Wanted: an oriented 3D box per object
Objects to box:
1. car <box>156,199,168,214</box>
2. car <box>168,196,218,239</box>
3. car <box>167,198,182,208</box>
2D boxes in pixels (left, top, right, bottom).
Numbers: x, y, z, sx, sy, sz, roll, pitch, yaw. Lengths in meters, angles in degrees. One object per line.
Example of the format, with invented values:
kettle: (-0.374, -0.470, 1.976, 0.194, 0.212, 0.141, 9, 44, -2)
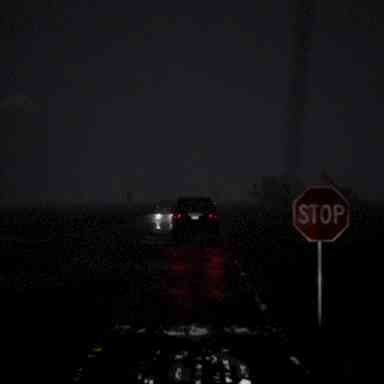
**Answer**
car: (-2.737, 1.543, 36.135, 1.837, 1.490, 4.892, 0, 0, 0)
car: (0.150, 1.237, 17.453, 2.150, 2.045, 5.566, 0, 0, 0)
car: (-2.668, 1.609, 52.210, 2.033, 1.411, 5.357, 0, 0, 0)
